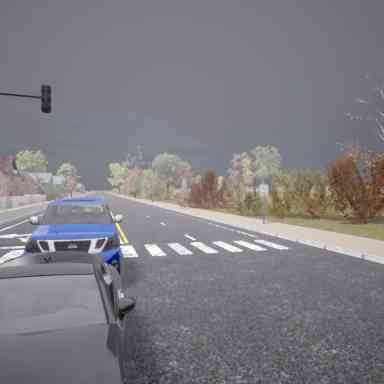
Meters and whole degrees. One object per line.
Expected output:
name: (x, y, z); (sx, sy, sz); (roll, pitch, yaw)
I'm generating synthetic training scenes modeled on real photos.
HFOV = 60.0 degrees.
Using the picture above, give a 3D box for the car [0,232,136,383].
car: (-1.685, 1.524, 3.847); (1.812, 1.442, 4.674); (0, 0, -13)

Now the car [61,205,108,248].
car: (-5.049, 1.498, 15.990); (1.837, 1.490, 4.892); (0, 0, -16)

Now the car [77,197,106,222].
car: (-8.240, 1.337, 27.452); (2.097, 1.767, 4.553); (0, 0, -16)

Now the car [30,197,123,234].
car: (-3.358, 1.218, 9.927); (2.150, 2.045, 5.566); (0, 0, -16)

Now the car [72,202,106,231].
car: (-6.649, 1.467, 21.727); (1.882, 1.535, 5.008); (0, 0, -16)
